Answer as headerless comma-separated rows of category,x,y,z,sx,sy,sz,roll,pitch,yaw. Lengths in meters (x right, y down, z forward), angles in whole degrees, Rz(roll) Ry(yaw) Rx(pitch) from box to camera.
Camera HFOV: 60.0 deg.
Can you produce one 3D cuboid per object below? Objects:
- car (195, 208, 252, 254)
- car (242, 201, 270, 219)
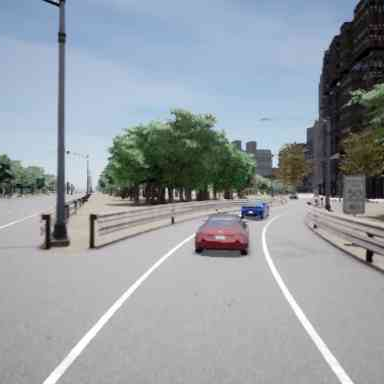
car,1.335,1.571,13.684,1.994,1.385,4.181,0,0,10
car,5.696,1.515,29.501,1.882,1.535,5.008,0,0,21
